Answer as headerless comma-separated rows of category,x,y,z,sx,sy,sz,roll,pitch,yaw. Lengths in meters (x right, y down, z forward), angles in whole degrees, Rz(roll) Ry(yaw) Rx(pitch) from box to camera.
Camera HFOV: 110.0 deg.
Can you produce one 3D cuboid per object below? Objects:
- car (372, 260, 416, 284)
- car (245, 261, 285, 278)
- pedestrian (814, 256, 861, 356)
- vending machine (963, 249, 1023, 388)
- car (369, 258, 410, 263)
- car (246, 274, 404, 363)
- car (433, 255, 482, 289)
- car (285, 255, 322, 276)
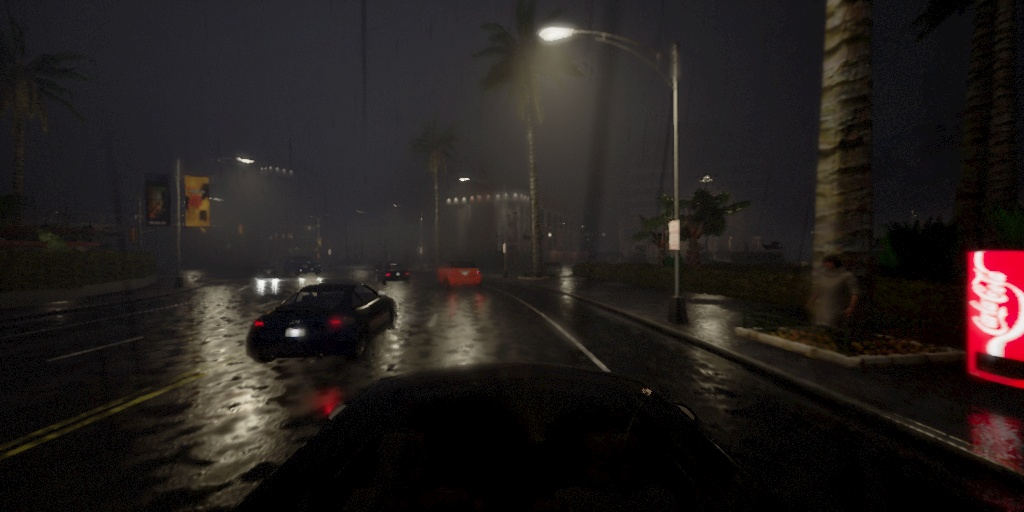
car,-8.574,1.236,25.709,2.033,1.411,5.357,0,0,-26
car,-23.711,1.238,33.903,4.902,1.511,2.128,0,0,42
pedestrian,5.584,0.834,6.157,0.375,1.860,0.375,0,0,-4
vending machine,7.336,0.882,4.941,1.100,2.100,0.880,0,0,-3
car,-13.236,1.219,38.602,1.994,1.385,4.181,-1,0,-45
car,-4.000,1.308,8.288,1.994,1.385,4.181,0,0,-6
car,-3.396,1.023,22.390,2.097,1.767,4.553,-1,0,-20
car,-21.427,0.941,36.558,5.566,2.045,2.150,-1,0,42
